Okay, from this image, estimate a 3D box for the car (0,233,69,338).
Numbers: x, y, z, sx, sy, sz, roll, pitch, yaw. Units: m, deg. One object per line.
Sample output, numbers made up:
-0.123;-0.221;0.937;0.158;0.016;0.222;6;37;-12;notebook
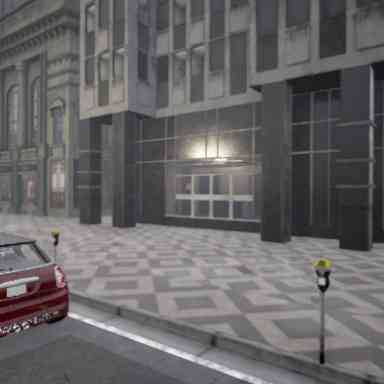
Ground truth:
-4.058;1.416;5.849;4.097;1.590;1.967;0;0;35;car
